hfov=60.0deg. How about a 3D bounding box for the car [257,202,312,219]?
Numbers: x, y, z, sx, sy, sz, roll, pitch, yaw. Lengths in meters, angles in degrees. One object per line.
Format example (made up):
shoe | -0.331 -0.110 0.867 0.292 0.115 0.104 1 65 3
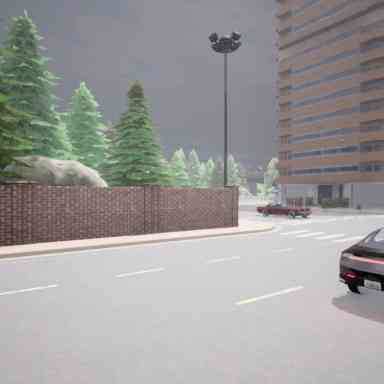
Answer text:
car | 7.979 1.545 28.982 1.895 1.301 4.718 0 0 -35

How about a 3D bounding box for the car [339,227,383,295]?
car | 5.290 1.492 7.515 4.902 1.511 2.128 0 0 -36
